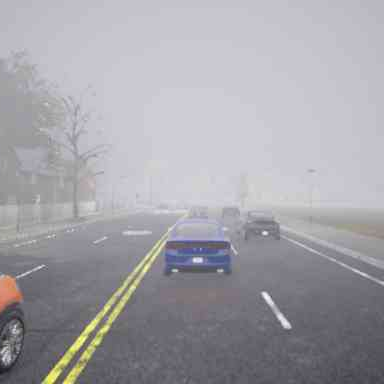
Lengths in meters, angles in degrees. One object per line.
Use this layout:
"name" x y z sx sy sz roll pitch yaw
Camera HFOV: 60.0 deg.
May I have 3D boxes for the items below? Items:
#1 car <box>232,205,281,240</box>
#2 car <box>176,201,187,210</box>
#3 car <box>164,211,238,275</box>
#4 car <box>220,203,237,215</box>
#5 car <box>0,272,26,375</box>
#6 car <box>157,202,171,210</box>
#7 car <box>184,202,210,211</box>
"car" 3.573 1.742 18.452 1.837 1.490 4.892 0 0 1
"car" -1.514 2.230 55.900 2.128 1.511 4.902 0 -1 4
"car" 0.185 1.616 10.928 1.882 1.535 5.008 0 -1 1
"car" 4.145 1.950 36.605 1.882 1.535 5.008 0 -1 2
"car" -3.333 1.385 2.650 2.097 1.767 4.553 0 -1 0
"car" -4.732 2.349 56.465 1.895 1.301 4.718 0 -1 4
"car" 0.642 1.936 30.204 2.033 1.411 5.357 0 -1 2
